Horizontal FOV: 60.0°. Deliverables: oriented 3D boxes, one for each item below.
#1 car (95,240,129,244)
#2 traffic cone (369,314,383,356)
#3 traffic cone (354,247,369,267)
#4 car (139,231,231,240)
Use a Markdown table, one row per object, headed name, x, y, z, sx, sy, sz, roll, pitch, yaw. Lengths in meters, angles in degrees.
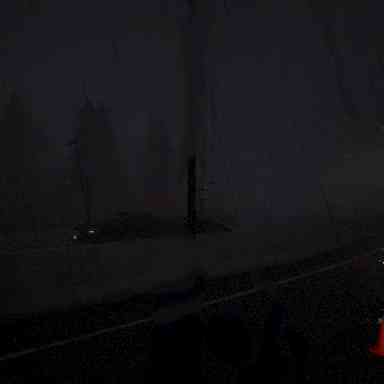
| name | x | y | z | sx | sy | sz | roll | pitch | yaw |
| --- | --- | --- | --- | --- | --- | --- | --- | --- | --- |
| car | -3.178 | 1.693 | 15.840 | 4.902 | 1.511 | 2.128 | 1 | -1 | -43 |
| traffic cone | 2.817 | 2.030 | 4.830 | 0.340 | 0.580 | 0.340 | 1 | -1 | -39 |
| traffic cone | 5.574 | 2.119 | 10.945 | 0.340 | 0.580 | 0.340 | 1 | -1 | -39 |
| car | -0.137 | 1.749 | 13.902 | 4.181 | 1.385 | 1.994 | 1 | -1 | -43 |
